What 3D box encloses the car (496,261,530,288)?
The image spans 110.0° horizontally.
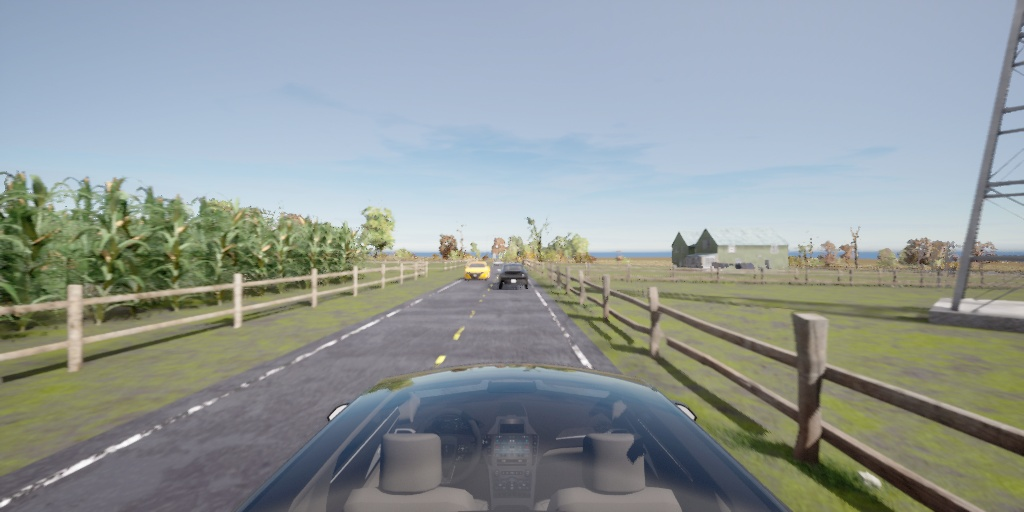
[{"bbox_3d":[0.096,1.255,23.649,1.837,1.490,4.892,0,0,0],"label":"car"}]

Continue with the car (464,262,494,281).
[{"bbox_3d":[-2.852,1.231,30.169,1.882,1.535,5.008,0,0,0],"label":"car"}]
